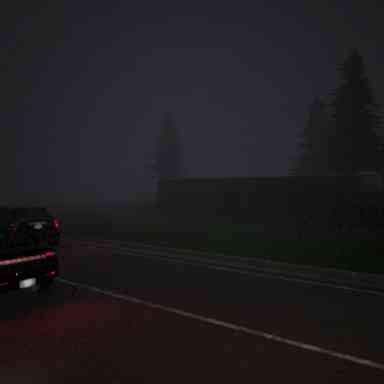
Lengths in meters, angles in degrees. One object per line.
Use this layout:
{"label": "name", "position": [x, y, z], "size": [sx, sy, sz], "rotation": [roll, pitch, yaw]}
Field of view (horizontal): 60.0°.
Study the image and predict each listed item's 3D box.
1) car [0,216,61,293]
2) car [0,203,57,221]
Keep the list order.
{"label": "car", "position": [-5.018, 1.464, 7.574], "size": [4.902, 1.511, 2.128], "rotation": [0, 0, 35]}
{"label": "car", "position": [-7.445, 1.307, 13.604], "size": [4.553, 1.767, 2.097], "rotation": [0, 0, 35]}
